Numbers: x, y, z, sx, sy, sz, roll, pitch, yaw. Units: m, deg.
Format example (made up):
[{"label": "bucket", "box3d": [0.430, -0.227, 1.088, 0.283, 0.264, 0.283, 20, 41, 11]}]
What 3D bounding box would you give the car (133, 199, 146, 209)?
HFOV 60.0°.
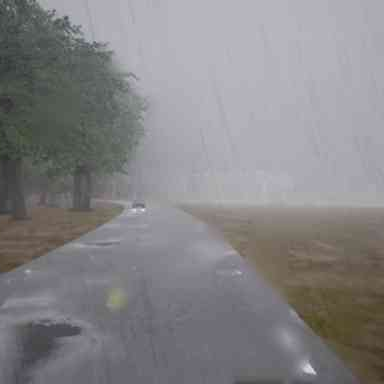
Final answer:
[{"label": "car", "box3d": [-7.824, 1.668, 49.001, 2.033, 1.411, 5.357, 0, 0, -11]}]
